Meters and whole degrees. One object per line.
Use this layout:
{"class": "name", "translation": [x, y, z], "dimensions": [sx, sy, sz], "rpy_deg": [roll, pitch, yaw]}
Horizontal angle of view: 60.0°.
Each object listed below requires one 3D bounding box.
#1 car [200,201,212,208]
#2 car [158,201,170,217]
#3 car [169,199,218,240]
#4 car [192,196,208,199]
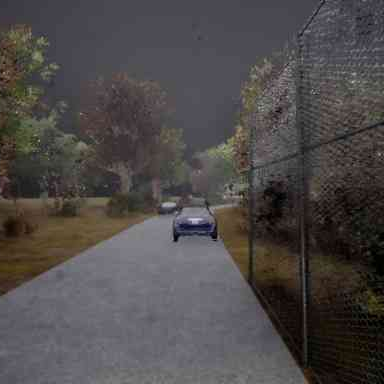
{"class": "car", "translation": [3.187, 2.688, 74.554], "dimensions": [2.128, 1.511, 4.902], "rpy_deg": [0, -2, 11]}
{"class": "car", "translation": [-2.289, 1.728, 34.538], "dimensions": [1.882, 1.535, 5.008], "rpy_deg": [0, -1, 4]}
{"class": "car", "translation": [0.155, 1.415, 17.342], "dimensions": [2.097, 1.767, 4.553], "rpy_deg": [0, 0, 0]}
{"class": "car", "translation": [1.009, 1.558, 39.760], "dimensions": [2.150, 2.045, 5.566], "rpy_deg": [0, -1, 4]}
